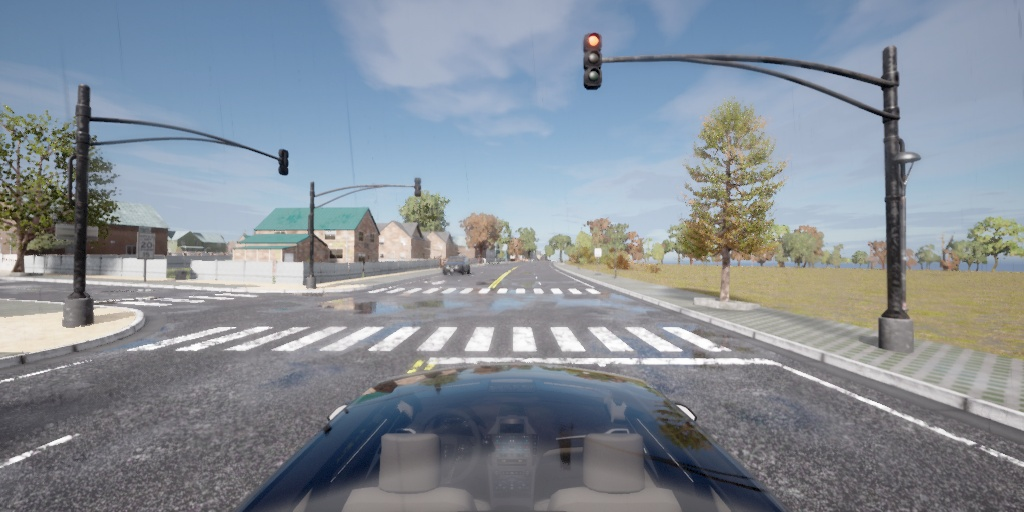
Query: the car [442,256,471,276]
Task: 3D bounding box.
[{"bbox_3d":[-5.690,1.036,37.428,2.150,2.045,5.566,0,0,2],"label":"car"}]
